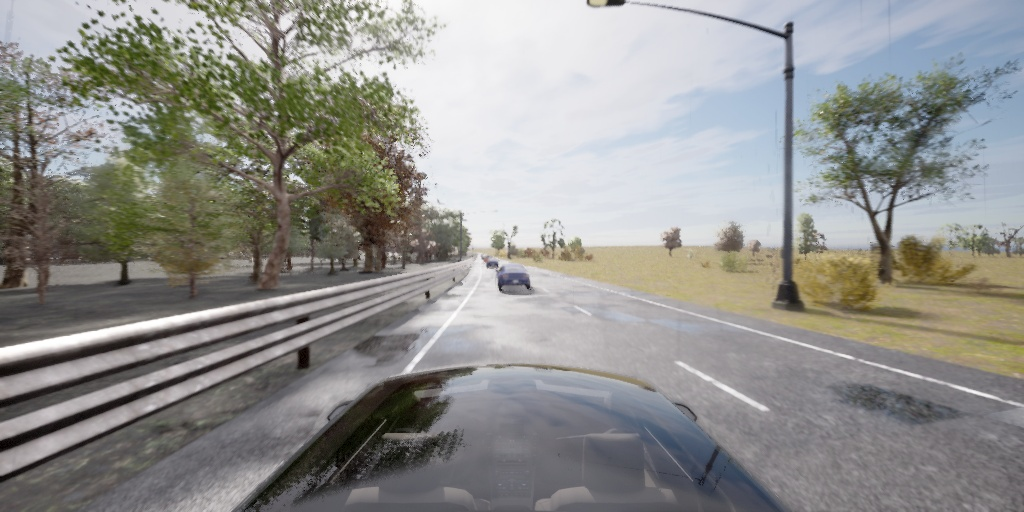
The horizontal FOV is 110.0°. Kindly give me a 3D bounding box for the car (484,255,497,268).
[{"bbox_3d":[-2.962,1.036,54.563,1.812,1.442,4.674,0,0,-5],"label":"car"}]

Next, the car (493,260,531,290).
[{"bbox_3d":[0.004,1.195,21.401,1.812,1.442,4.674,0,0,-5],"label":"car"}]
